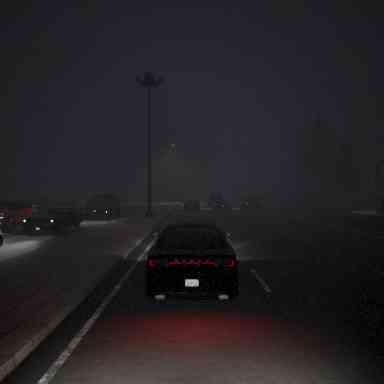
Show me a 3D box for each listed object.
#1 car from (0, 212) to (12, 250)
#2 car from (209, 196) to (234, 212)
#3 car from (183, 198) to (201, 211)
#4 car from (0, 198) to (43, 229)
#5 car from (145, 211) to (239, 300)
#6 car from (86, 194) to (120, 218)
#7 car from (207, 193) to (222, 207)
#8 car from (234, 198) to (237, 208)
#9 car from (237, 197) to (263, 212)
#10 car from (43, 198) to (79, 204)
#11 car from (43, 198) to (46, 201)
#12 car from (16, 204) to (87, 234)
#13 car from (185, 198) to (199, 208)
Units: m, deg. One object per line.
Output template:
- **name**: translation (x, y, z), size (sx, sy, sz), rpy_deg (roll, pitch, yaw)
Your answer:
- **car**: translation (-8.082, 1.564, 10.817), size (1.994, 1.385, 4.181), rpy_deg (0, 0, 0)
- **car**: translation (3.484, 1.564, 39.467), size (1.994, 1.385, 4.181), rpy_deg (0, 0, 0)
- **car**: translation (-0.016, 1.492, 39.049), size (2.128, 1.511, 4.902), rpy_deg (0, 0, 0)
- **car**: translation (-11.526, 1.352, 20.659), size (2.097, 1.767, 4.553), rpy_deg (0, 0, 0)
- **car**: translation (-0.004, 1.478, 8.439), size (1.882, 1.535, 5.008), rpy_deg (0, 0, 0)
- **car**: translation (-8.013, 1.221, 30.142), size (2.150, 2.045, 5.566), rpy_deg (0, 0, 0)
- **car**: translation (3.479, 1.221, 49.501), size (2.150, 2.045, 5.566), rpy_deg (0, 0, 0)
- **car**: translation (6.979, 1.547, 49.473), size (2.033, 1.411, 5.357), rpy_deg (0, 0, 0)
- **car**: translation (6.984, 1.352, 39.439), size (2.097, 1.767, 4.553), rpy_deg (0, 0, 0)
- **car**: translation (-11.513, 1.526, 30.579), size (1.812, 1.442, 4.674), rpy_deg (0, 0, 0)
- **car**: translation (-15.013, 1.352, 31.494), size (2.097, 1.767, 4.553), rpy_deg (0, 0, 0)
- **car**: translation (-8.037, 1.601, 19.571), size (1.895, 1.301, 4.718), rpy_deg (0, 0, 1)
- **car**: translation (-0.021, 1.601, 49.500), size (1.895, 1.301, 4.718), rpy_deg (0, 0, 0)
